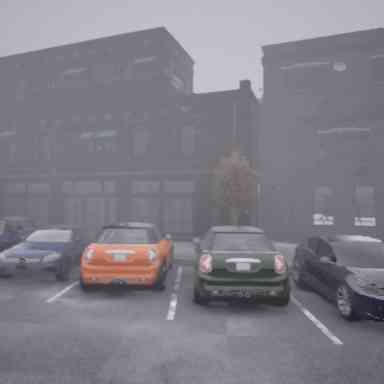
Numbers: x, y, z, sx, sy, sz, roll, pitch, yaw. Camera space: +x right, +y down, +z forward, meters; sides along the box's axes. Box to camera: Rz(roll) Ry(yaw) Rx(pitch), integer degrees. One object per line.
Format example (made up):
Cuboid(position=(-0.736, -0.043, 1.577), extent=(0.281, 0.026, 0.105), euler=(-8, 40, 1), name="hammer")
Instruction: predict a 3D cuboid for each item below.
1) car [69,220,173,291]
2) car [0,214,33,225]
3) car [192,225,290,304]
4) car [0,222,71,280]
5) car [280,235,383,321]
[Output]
Cuboid(position=(-1.729, 1.692, 10.148), extent=(2.185, 1.767, 4.553), euler=(1, -3, 0), name="car")
Cuboid(position=(-7.352, 1.706, 12.292), extent=(2.185, 1.767, 4.553), euler=(1, -3, 0), name="car")
Cuboid(position=(1.086, 1.687, 9.108), extent=(2.185, 1.767, 4.553), euler=(1, -3, 0), name="car")
Cuboid(position=(-4.542, 1.864, 11.214), extent=(2.002, 1.452, 4.674), euler=(1, -3, 0), name="car")
Cuboid(position=(3.914, 1.839, 8.063), extent=(2.163, 1.488, 4.792), euler=(1, -3, 0), name="car")
